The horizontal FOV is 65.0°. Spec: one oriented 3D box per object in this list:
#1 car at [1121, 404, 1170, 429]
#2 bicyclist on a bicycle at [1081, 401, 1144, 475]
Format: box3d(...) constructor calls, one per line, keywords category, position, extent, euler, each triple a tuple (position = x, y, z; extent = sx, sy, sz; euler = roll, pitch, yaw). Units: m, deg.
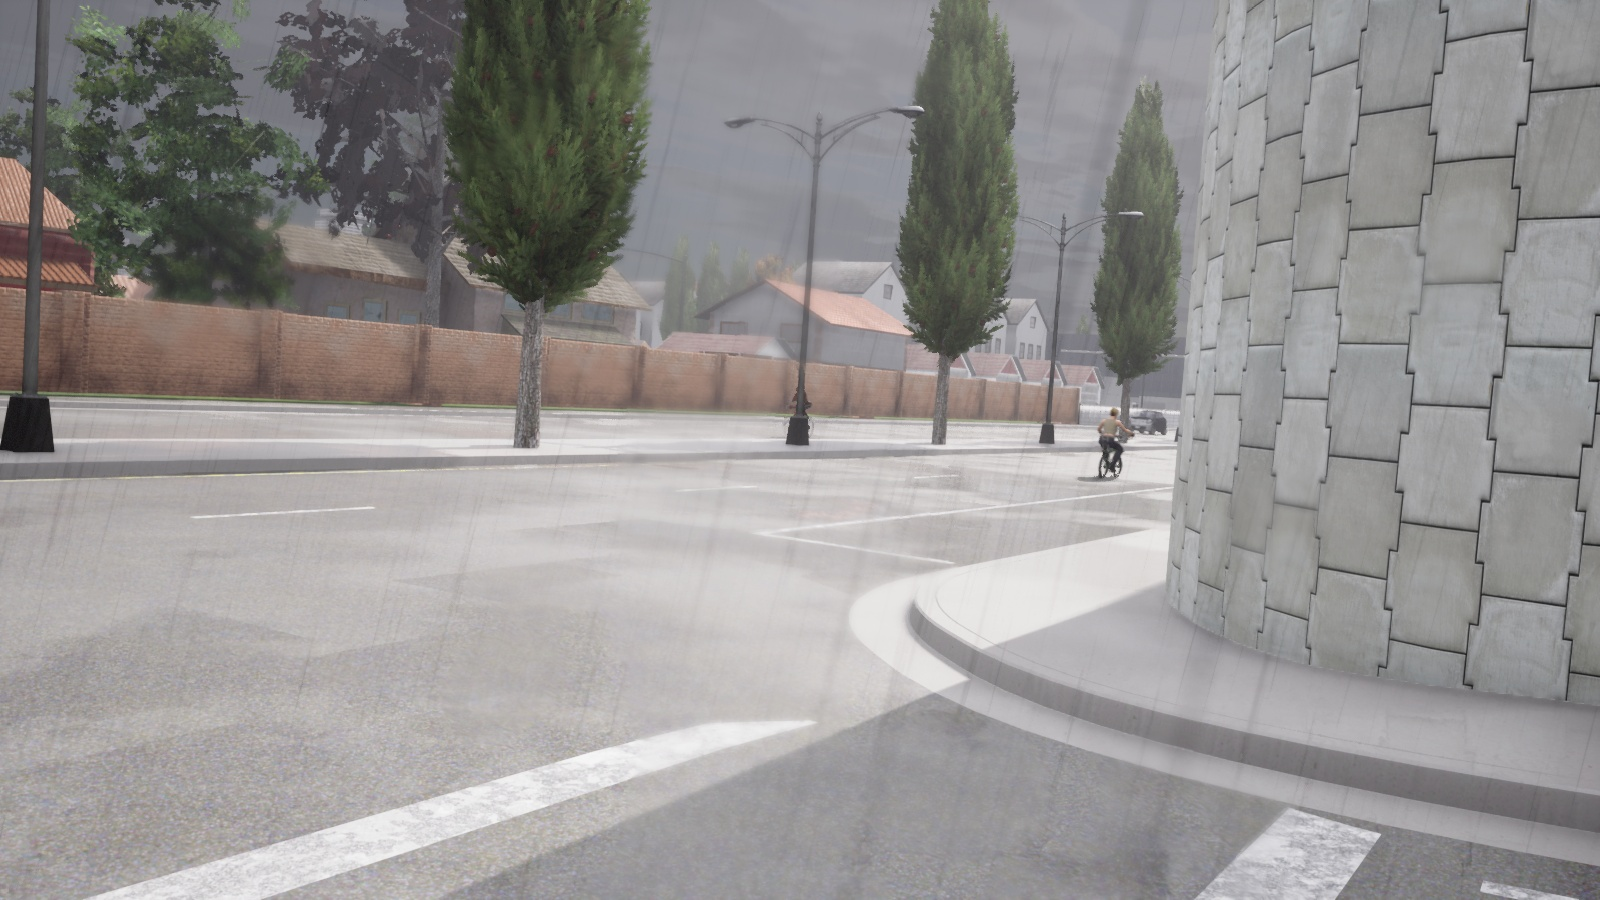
box3d(category="car", position=(21.817, -2.110, 79.210), extent=(1.845, 1.501, 3.633), euler=(5, 4, 33))
box3d(category="bicyclist on a bicycle", position=(7.119, -0.284, 28.562), extent=(0.866, 1.612, 1.509), euler=(5, 4, 33))
